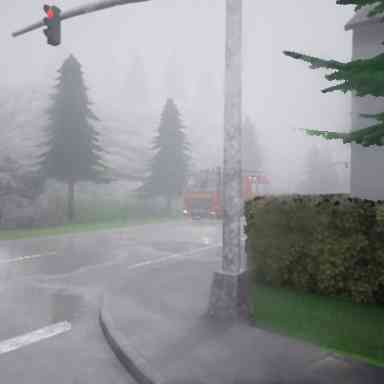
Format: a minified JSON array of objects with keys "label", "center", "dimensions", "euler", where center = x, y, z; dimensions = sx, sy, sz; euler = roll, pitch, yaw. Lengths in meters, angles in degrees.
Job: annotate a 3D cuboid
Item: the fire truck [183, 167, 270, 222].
[{"label":"fire truck","center":[2.890,0.173,24.915],"dimensions":[2.891,3.827,8.468],"euler":[1,1,36]}]
